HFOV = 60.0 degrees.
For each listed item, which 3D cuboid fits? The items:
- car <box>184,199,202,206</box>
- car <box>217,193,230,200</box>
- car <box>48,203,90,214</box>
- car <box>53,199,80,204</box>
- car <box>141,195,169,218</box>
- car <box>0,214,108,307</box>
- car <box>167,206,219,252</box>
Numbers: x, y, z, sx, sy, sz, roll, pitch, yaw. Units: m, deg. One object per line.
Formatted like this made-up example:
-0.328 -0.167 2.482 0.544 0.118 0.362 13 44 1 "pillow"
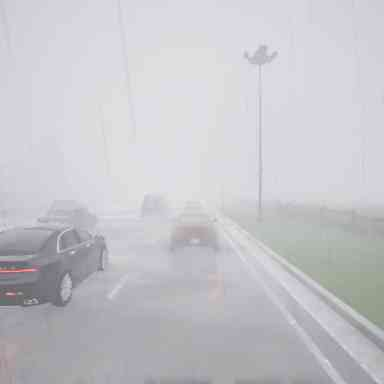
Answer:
0.107 1.503 35.035 1.801 1.575 5.366 0 0 0 "car"
8.938 1.342 94.295 3.866 1.878 1.905 0 0 0 "car"
-6.898 1.574 18.854 2.033 1.411 5.357 0 0 0 "car"
-10.395 1.390 28.224 2.097 1.767 4.553 0 0 0 "car"
-3.397 1.266 31.216 2.150 2.045 5.566 0 0 0 "car"
-3.399 1.517 7.993 1.837 1.490 4.892 0 0 0 "car"
0.101 1.545 13.867 1.812 1.442 4.674 0 0 0 "car"
